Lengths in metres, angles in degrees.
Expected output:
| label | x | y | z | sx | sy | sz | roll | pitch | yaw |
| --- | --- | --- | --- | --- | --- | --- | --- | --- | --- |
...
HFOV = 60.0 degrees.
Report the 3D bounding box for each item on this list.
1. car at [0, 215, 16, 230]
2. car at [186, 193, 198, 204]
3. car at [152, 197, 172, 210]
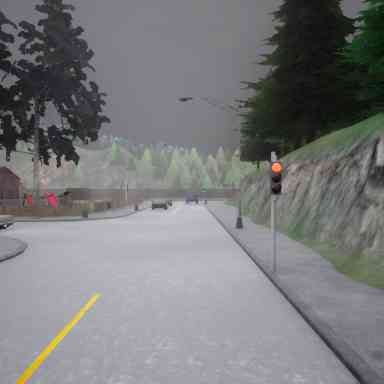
| label | x | y | z | sx | sy | sz | roll | pitch | yaw |
| --- | --- | --- | --- | --- | --- | --- | --- | --- | --- |
| car | -12.718 | 1.601 | 18.900 | 4.718 | 1.301 | 1.895 | 0 | 0 | 1 |
| car | 0.051 | 1.221 | 62.528 | 2.150 | 2.045 | 5.566 | 0 | 0 | 0 |
| car | -4.064 | 1.477 | 42.896 | 1.882 | 1.535 | 5.008 | 0 | 0 | 0 |
